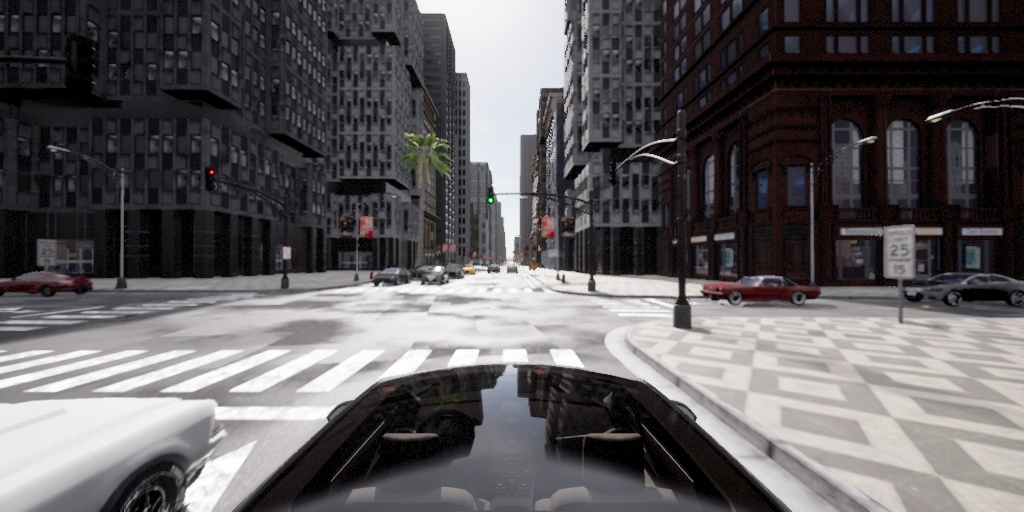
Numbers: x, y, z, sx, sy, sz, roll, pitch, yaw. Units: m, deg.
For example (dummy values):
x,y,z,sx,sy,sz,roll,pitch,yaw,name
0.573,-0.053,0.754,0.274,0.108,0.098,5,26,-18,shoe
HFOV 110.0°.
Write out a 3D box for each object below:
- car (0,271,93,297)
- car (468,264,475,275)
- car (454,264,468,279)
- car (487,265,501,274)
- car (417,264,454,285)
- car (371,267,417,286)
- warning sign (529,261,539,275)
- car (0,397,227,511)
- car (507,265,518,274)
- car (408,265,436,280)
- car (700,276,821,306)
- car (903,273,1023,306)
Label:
x,y,z,sx,sy,sz,roll,pitch,yaw,name
-25.085,1.461,19.178,4.207,1.307,1.802,0,0,-1,car
-6.639,2.035,53.663,1.882,1.535,5.008,0,-1,0,car
-6.637,1.661,40.441,2.097,1.767,4.553,0,-1,0,car
-3.211,2.228,61.590,1.837,1.490,4.892,0,-1,0,car
-6.643,1.649,31.344,2.128,1.511,4.902,0,-1,-2,car
-9.880,1.684,29.948,2.033,1.411,5.357,0,-1,0,car
2.805,1.509,45.291,1.300,1.860,1.060,0,0,0,warning sign
-3.205,1.339,0.777,1.895,1.301,4.718,0,-1,-2,car
0.043,2.210,61.355,2.128,1.511,4.902,0,-1,0,car
-9.889,1.776,39.832,1.882,1.535,5.008,0,-1,0,car
11.710,1.615,17.196,4.718,1.301,1.895,0,0,0,car
21.609,1.551,17.200,4.902,1.511,2.128,0,0,0,car
